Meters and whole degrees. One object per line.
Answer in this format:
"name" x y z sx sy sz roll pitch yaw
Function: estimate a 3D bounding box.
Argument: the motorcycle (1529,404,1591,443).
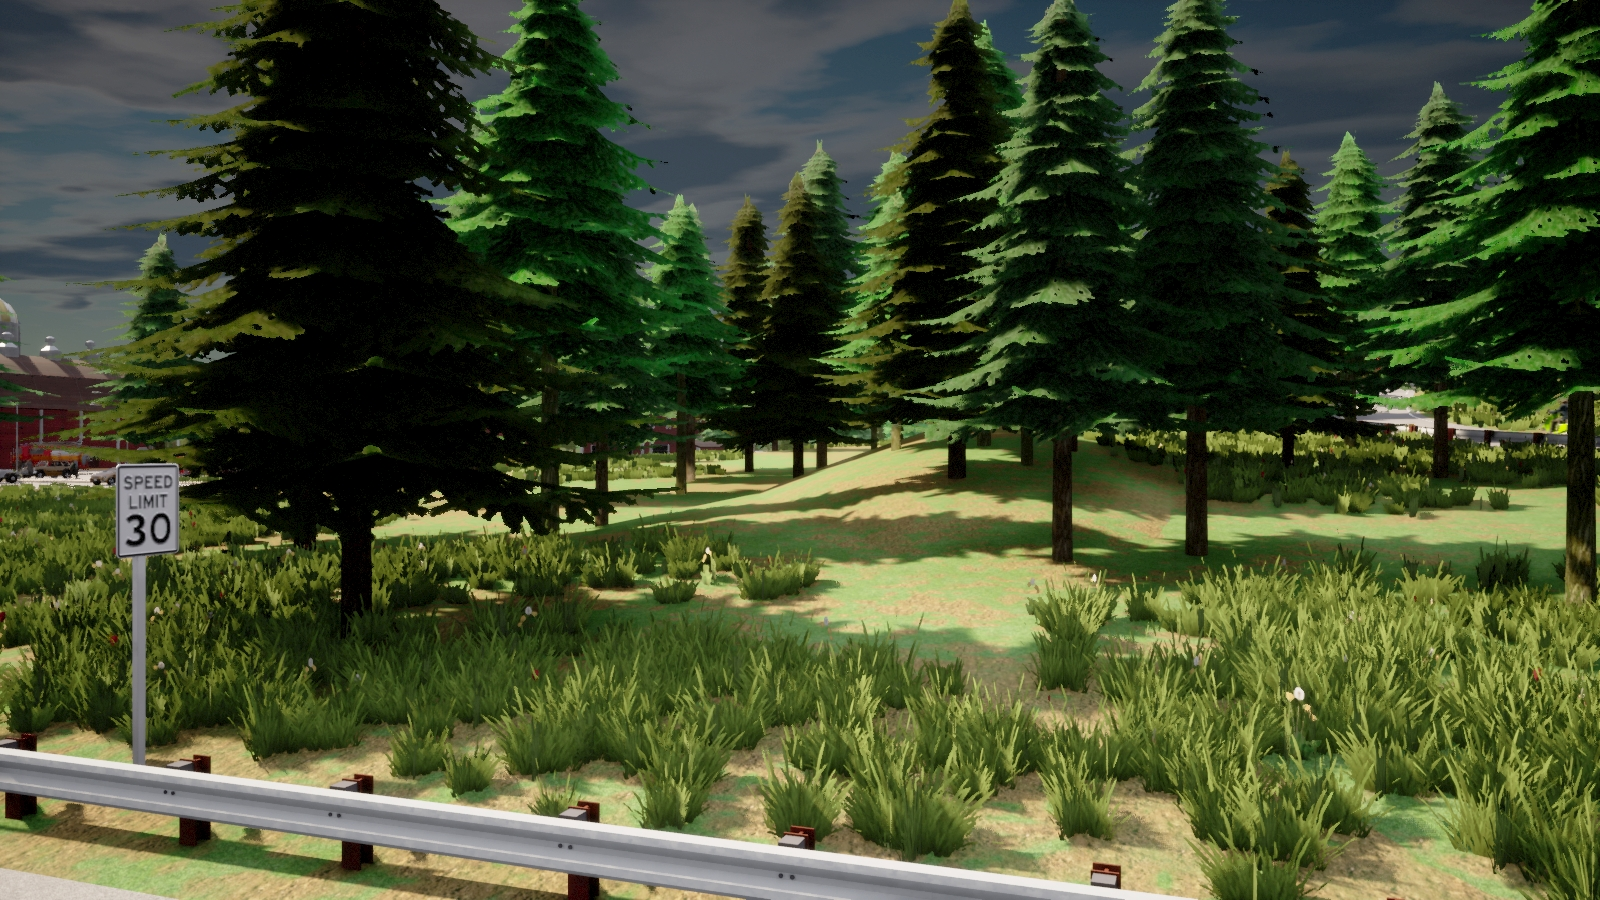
"motorcycle" 28.549 -1.017 42.954 0.856 1.316 1.805 2 5 -9
